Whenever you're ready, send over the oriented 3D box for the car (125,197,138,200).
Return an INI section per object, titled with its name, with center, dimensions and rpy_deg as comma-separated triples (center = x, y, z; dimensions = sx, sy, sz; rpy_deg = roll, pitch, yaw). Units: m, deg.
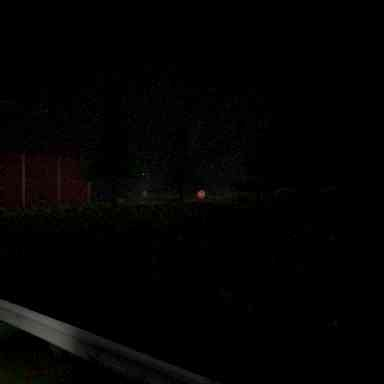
[car]
center = -17.073, 2.156, 93.193
dimensions = 1.816, 1.474, 4.193
rpy_deg = -1, 0, 35
